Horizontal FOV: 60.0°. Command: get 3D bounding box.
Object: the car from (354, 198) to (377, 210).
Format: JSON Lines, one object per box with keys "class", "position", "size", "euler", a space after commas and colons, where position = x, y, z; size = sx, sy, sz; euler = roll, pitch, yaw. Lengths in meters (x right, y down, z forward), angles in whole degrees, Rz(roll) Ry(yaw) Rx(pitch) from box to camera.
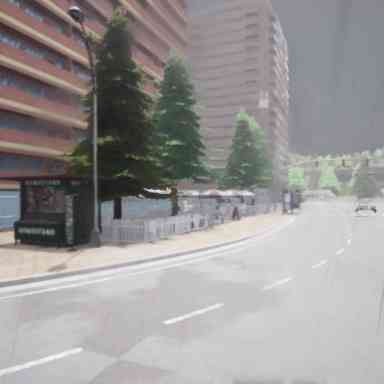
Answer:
{"class": "car", "position": [17.191, 1.355, 32.990], "size": [1.812, 1.442, 4.674], "euler": [0, -1, 24]}
